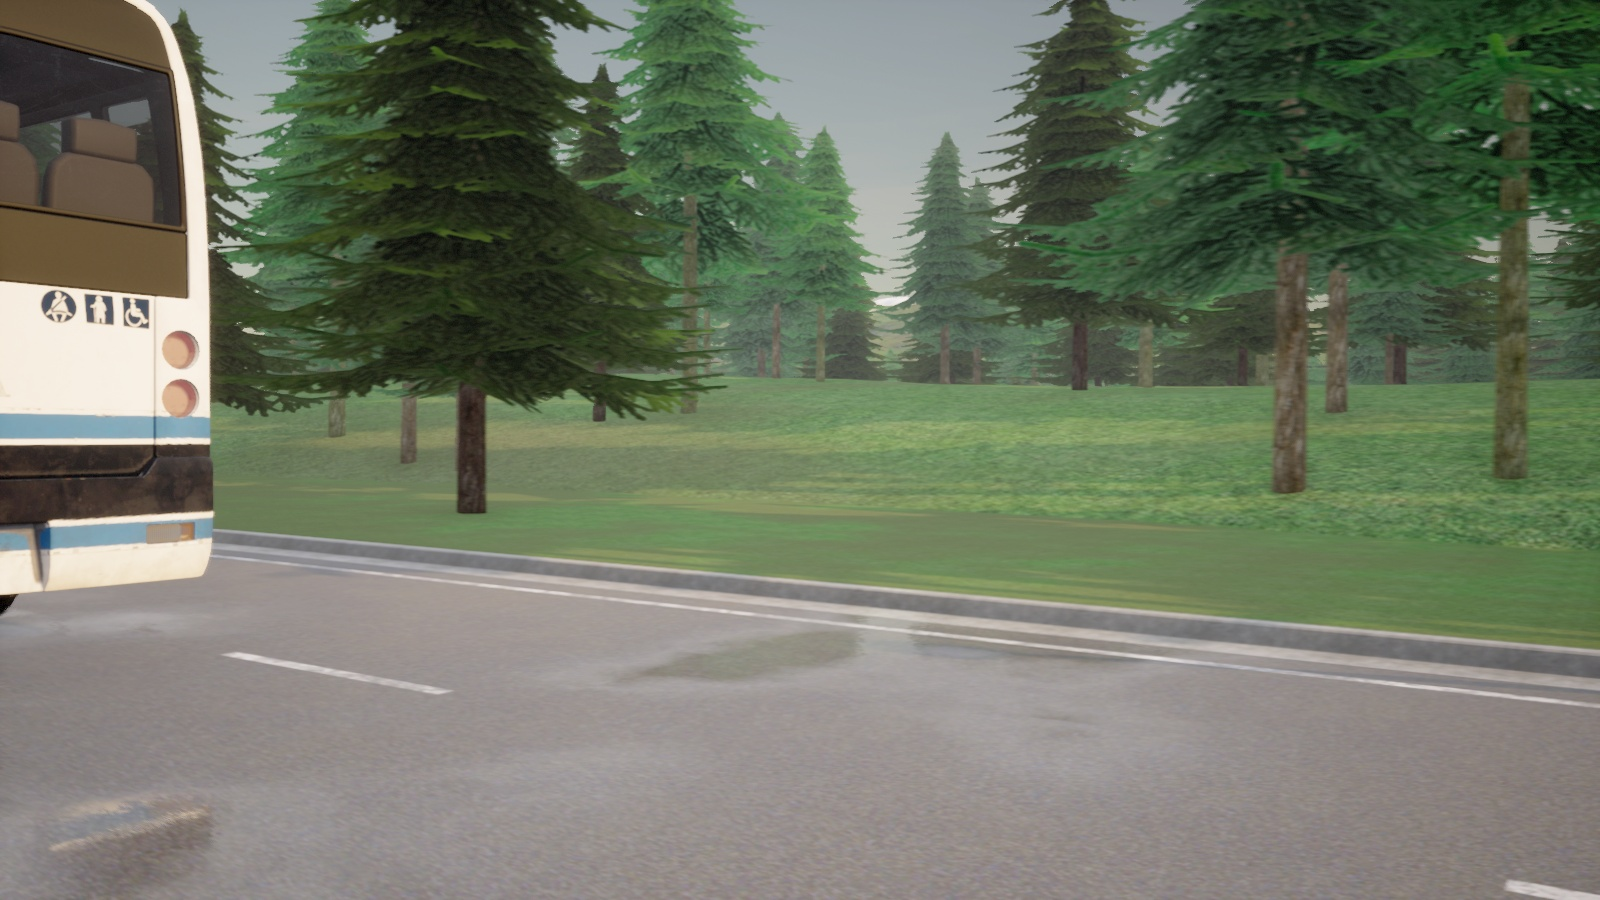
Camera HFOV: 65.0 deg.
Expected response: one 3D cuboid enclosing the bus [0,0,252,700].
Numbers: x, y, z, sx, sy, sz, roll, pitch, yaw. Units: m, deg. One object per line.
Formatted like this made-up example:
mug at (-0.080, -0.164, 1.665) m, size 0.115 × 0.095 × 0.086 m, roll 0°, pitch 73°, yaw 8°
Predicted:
bus at (-9.079, -0.700, 9.629) m, size 10.273 × 4.253 × 3.944 m, roll 0°, pitch 1°, yaw 34°
